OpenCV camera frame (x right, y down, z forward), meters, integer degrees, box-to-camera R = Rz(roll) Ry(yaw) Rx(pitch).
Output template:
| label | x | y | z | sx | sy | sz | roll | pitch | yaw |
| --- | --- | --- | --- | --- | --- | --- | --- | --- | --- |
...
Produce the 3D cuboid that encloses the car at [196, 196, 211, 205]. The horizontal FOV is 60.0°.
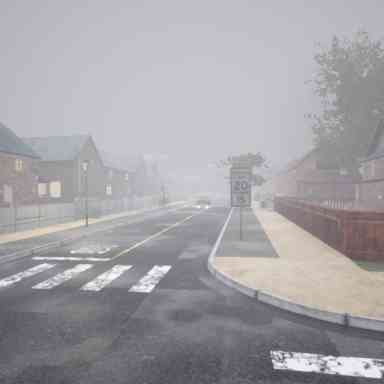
| label | x | y | z | sx | sy | sz | roll | pitch | yaw |
| --- | --- | --- | --- | --- | --- | --- | --- | --- | --- |
| car | 1.867 | 1.287 | 50.794 | 1.994 | 1.385 | 4.181 | -1 | 0 | 8 |
